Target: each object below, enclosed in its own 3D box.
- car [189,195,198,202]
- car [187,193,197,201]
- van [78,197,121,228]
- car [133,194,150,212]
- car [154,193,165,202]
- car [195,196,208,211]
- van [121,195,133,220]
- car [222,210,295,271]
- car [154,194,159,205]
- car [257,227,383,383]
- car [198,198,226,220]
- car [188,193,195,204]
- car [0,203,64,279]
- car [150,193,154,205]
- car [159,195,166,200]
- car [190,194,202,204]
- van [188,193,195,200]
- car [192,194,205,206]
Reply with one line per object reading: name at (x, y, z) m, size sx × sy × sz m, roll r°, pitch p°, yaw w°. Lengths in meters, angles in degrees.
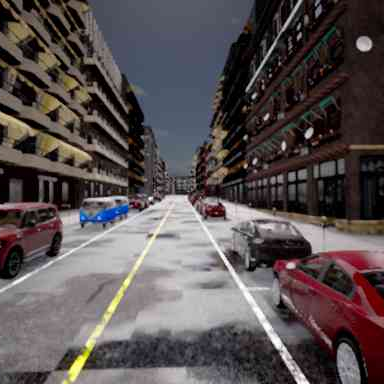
car at (0.290, 1.403, 71.201) m, size 1.802 × 1.307 × 4.206 m, roll 1°, pitch 0°, yaw -2°
car at (-0.064, 1.137, 82.258) m, size 2.192 × 1.841 × 5.009 m, roll 1°, pitch 0°, yaw -2°
van at (-5.942, 1.289, 21.254) m, size 1.690 × 1.788 × 3.998 m, roll 1°, pitch 0°, yaw -2°
car at (-6.478, 1.221, 37.838) m, size 2.192 × 1.841 × 5.009 m, roll 1°, pitch 0°, yaw -2°
car at (-7.550, 1.176, 71.003) m, size 2.192 × 1.841 × 5.009 m, roll 1°, pitch 0°, yaw -2°
car at (1.575, 1.422, 32.503) m, size 1.887 × 1.381 × 4.507 m, roll 1°, pitch 0°, yaw -2°
van at (-6.121, 1.273, 26.783) m, size 1.690 × 1.788 × 3.998 m, roll 1°, pitch 0°, yaw -2°
car at (2.289, 1.496, 10.393) m, size 2.008 × 1.369 × 4.403 m, roll 1°, pitch 0°, yaw -2°
car at (-7.018, 1.441, 54.422) m, size 1.947 × 1.339 × 4.313 m, roll 1°, pitch 0°, yaw -2°
car at (2.468, 1.512, 4.864) m, size 1.887 × 1.381 × 4.507 m, roll 1°, pitch 0°, yaw -2°
car at (1.754, 1.437, 26.976) m, size 1.887 × 1.381 × 4.507 m, roll 1°, pitch 0°, yaw -2°
car at (1.009, 1.158, 49.087) m, size 2.192 × 1.841 × 5.009 m, roll 1°, pitch 0°, yaw -2°
car at (-5.584, 1.301, 10.201) m, size 2.192 × 1.841 × 5.009 m, roll 1°, pitch 0°, yaw -2°
car at (-6.656, 1.209, 43.365) m, size 2.192 × 1.841 × 5.009 m, roll 1°, pitch 0°, yaw -2°
car at (-8.269, 1.452, 93.117) m, size 1.802 × 1.307 × 4.206 m, roll 1°, pitch 0°, yaw -2°
car at (0.649, 1.268, 60.144) m, size 1.967 × 1.590 × 4.097 m, roll 1°, pitch 0°, yaw -2°
van at (-0.243, 1.166, 87.787) m, size 1.690 × 1.788 × 3.998 m, roll 1°, pitch 0°, yaw -2°
car at (1.406, 1.305, 38.032) m, size 1.967 × 1.590 × 4.097 m, roll 1°, pitch 0°, yaw -2°
